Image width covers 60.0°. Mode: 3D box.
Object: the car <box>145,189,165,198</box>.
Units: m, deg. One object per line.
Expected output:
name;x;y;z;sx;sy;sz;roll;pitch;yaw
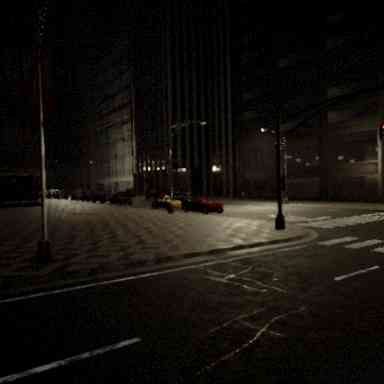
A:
car;-5.392;0.428;51.376;2.192;1.841;5.009;-1;1;-36

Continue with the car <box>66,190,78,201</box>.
car;-18.885;0.813;55.522;2.008;1.369;4.403;-1;1;-36

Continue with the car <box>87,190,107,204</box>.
car;-12.306;0.682;46.394;2.192;1.841;5.009;-1;1;-36

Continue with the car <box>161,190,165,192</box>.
car;-2.099;0.728;46.819;1.947;1.339;4.313;-1;1;-36

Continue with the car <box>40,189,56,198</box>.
car;-32.050;0.353;73.763;2.192;1.841;5.009;-1;1;-36

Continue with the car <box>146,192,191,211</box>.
car;-2.332;1.039;32.575;1.752;1.417;4.829;-2;1;-36

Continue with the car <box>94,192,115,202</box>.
car;-14.186;0.782;53.854;1.994;1.385;4.181;-2;2;-36

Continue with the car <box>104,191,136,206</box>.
car;-9.013;0.962;41.836;1.887;1.381;4.507;-1;1;-36

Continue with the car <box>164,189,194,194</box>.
car;-0.551;0.777;34.805;2.097;1.767;4.553;-2;2;-36

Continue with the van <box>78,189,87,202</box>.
van;-15.597;0.657;50.956;1.690;1.788;3.998;-1;1;-36

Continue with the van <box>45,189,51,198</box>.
van;-28.759;0.436;69.202;1.690;1.788;3.998;-1;1;-36

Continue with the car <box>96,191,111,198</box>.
car;-18.551;0.479;69.627;1.802;1.307;4.206;-1;1;-36

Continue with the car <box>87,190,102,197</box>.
car;-21.843;0.385;74.187;1.887;1.381;4.507;-1;1;-36

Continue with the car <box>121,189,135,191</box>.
car;-11.973;0.323;60.499;2.192;1.841;5.009;-1;1;-36

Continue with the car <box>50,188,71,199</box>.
car;-25.468;0.592;64.643;1.967;1.590;4.097;-1;1;-36

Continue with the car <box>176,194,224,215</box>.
car;0.860;1.101;28.151;1.887;1.381;4.507;-2;1;-36
